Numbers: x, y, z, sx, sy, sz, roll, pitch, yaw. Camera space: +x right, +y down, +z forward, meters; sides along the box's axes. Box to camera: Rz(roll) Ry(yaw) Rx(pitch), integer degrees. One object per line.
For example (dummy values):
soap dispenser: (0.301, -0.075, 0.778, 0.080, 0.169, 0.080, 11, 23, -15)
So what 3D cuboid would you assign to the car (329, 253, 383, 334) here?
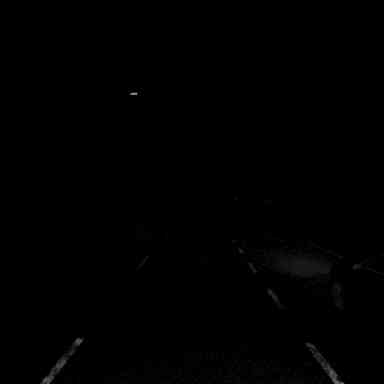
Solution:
car: (3.637, 1.535, 4.757, 2.128, 1.511, 4.902, 0, 0, 1)
